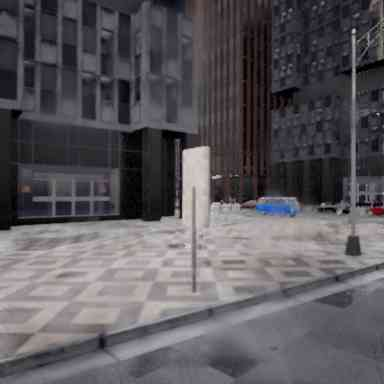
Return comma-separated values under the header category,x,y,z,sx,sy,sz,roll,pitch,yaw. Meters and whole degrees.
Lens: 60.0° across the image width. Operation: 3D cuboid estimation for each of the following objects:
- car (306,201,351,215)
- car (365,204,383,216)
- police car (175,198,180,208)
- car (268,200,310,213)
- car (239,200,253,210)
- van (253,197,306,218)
category,x,y,z,sx,sy,sz,roll,pitch,yaw
car,14.664,1.631,34.720,1.947,1.339,4.313,0,0,-35
car,17.937,1.608,30.116,1.802,1.307,4.206,0,0,-35
police car,-1.459,1.669,47.298,2.038,1.542,4.974,0,-1,-35
car,11.391,1.656,39.324,2.008,1.369,4.403,0,0,-35
car,8.118,1.725,43.927,1.802,1.307,4.206,0,0,-35
van,7.720,1.356,29.774,1.690,1.788,3.998,0,0,-35
